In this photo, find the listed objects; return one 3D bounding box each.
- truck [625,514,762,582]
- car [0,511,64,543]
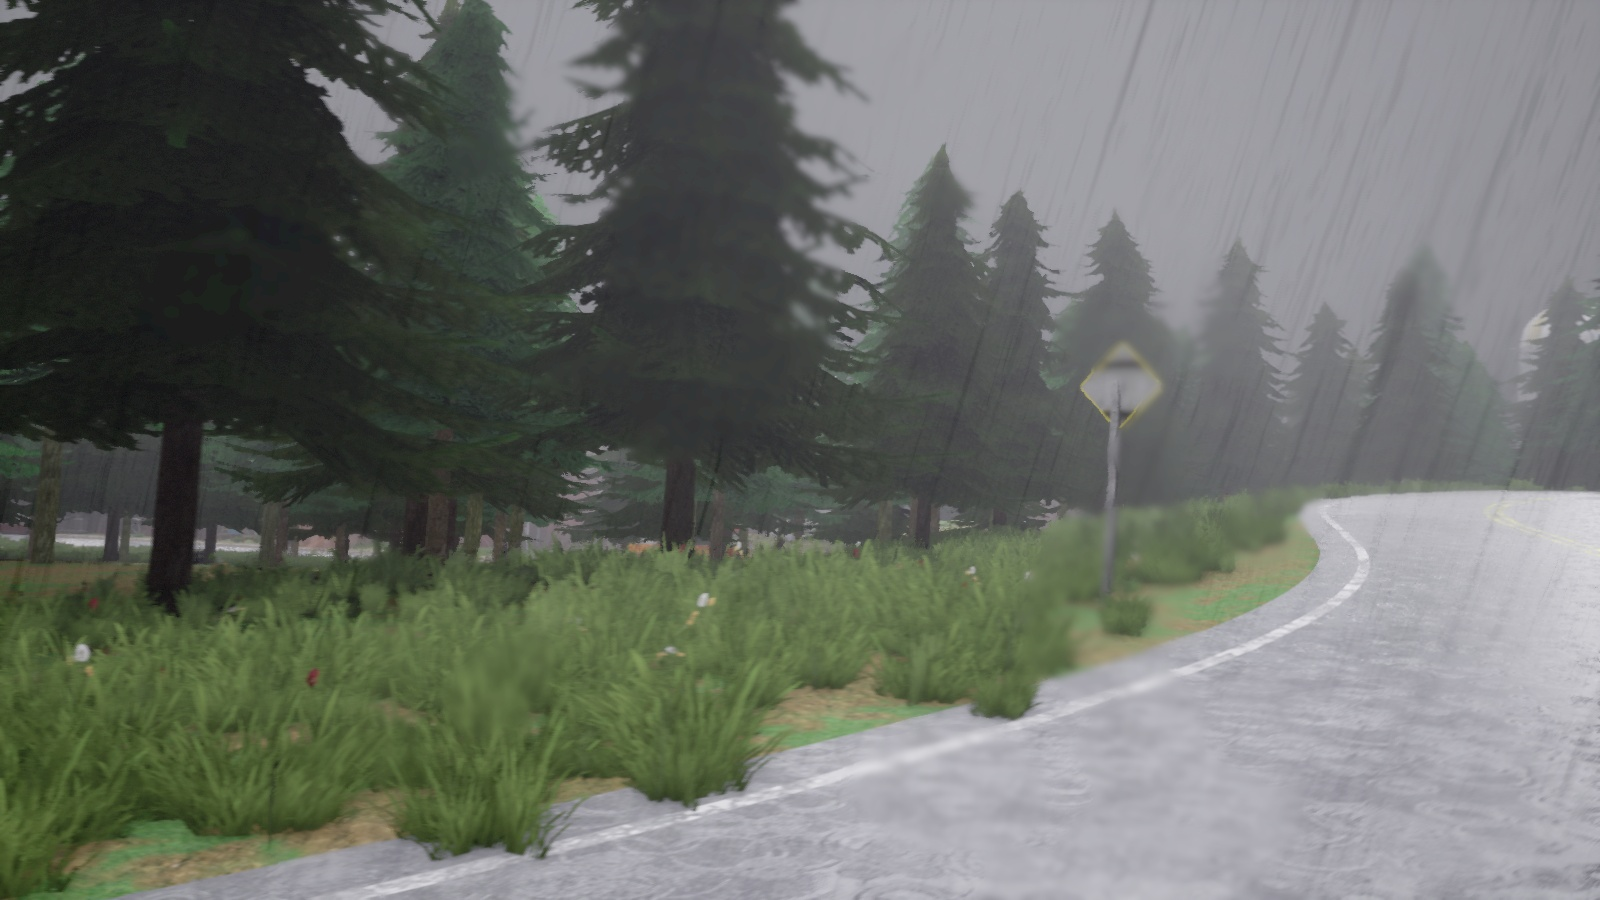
[{"bbox_3d":[-6.907,6.305,80.956,8.468,3.827,2.891,4,-3,-8],"label":"truck"},{"bbox_3d":[-49.022,4.795,78.577,4.553,1.767,2.097,4,-3,-8],"label":"car"}]
